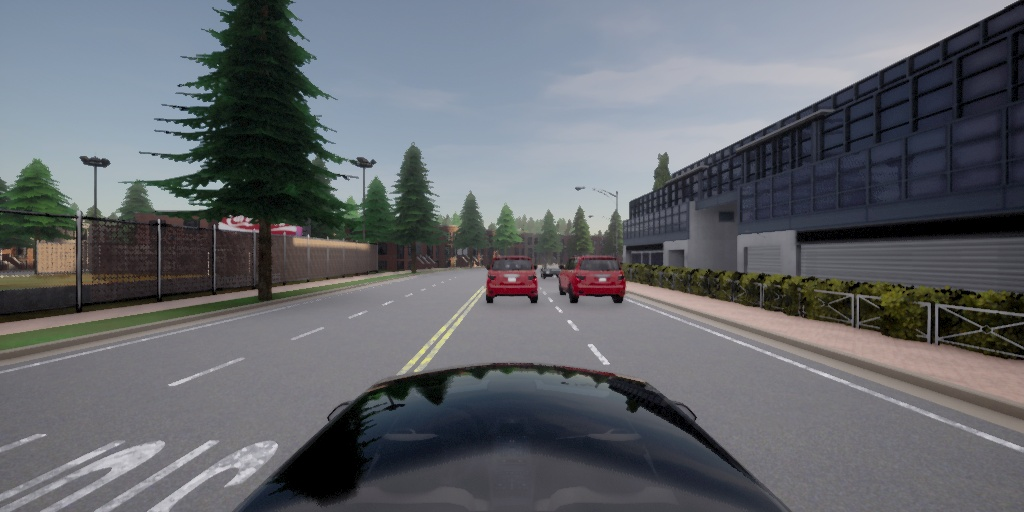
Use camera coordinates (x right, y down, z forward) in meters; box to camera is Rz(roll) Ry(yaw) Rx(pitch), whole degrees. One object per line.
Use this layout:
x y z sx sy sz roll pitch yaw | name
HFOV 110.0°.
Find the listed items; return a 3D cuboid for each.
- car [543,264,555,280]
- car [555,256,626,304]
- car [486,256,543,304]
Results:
3.500 1.366 31.530 1.895 1.301 4.718 0 0 0 | car
3.500 1.008 16.530 2.150 2.045 5.566 0 0 0 | car
0.000 1.008 16.530 2.150 2.045 5.566 0 0 0 | car
